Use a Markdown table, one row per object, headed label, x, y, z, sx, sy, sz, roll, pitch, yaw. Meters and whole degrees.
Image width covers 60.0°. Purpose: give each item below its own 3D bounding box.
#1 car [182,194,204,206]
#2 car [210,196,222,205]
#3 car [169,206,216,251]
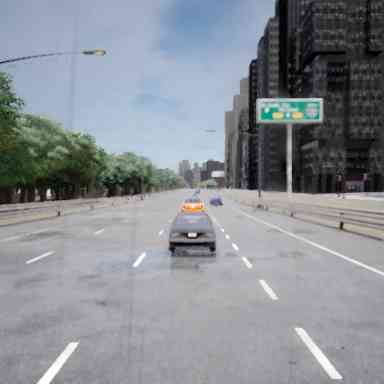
| label | x | y | z | sx | sy | sz | roll | pitch | yaw |
| --- | --- | --- | --- | --- | --- | --- | --- | --- | --- |
| car | 0.111 | 1.341 | 31.846 | 2.097 | 1.767 | 4.553 | 0 | 0 | 0 |
| car | 3.928 | 1.426 | 55.221 | 1.812 | 1.442 | 4.674 | 0 | 0 | 1 |
| car | 0.022 | 1.553 | 14.206 | 2.033 | 1.411 | 5.357 | 0 | 0 | 0 |
